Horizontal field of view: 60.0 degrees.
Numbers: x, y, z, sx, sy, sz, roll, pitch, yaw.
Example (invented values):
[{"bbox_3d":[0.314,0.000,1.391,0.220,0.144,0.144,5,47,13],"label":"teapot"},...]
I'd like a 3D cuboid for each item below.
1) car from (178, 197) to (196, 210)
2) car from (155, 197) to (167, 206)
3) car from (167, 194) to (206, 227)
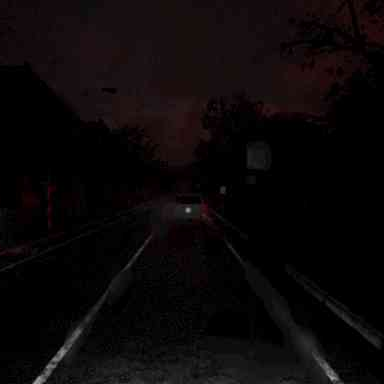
[{"bbox_3d":[-0.610,1.384,41.381,2.033,1.411,5.357,0,0,-1],"label":"car"},{"bbox_3d":[-4.440,1.406,49.514,1.895,1.301,4.718,0,0,-1],"label":"car"},{"bbox_3d":[-0.267,1.132,22.167,2.150,2.045,5.566,0,0,-1],"label":"car"}]
